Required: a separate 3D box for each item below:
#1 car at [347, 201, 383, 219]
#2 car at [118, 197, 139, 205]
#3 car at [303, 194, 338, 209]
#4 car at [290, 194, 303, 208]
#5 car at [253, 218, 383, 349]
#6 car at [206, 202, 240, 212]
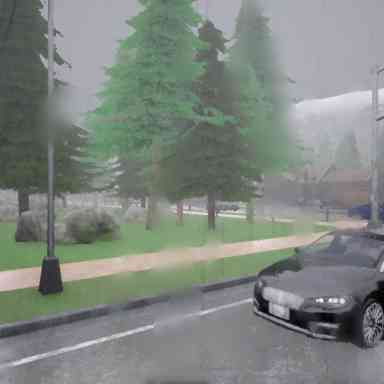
[{"bbox_3d":[14.071,1.464,24.375,1.882,1.535,5.008,0,0,-37],"label":"car"},{"bbox_3d":[-10.685,1.479,56.541,2.128,1.511,4.902,0,0,-42],"label":"car"},{"bbox_3d":[16.682,1.160,42.408,4.605,1.855,1.932,0,0,-37],"label":"car"},{"bbox_3d":[14.856,1.161,44.179,3.866,1.878,1.905,0,0,-37],"label":"car"},{"bbox_3d":[3.277,1.491,6.340,4.902,1.511,2.128,0,0,-36],"label":"car"},{"bbox_3d":[3.518,1.550,38.376,1.994,1.385,4.181,0,0,-37],"label":"car"}]
